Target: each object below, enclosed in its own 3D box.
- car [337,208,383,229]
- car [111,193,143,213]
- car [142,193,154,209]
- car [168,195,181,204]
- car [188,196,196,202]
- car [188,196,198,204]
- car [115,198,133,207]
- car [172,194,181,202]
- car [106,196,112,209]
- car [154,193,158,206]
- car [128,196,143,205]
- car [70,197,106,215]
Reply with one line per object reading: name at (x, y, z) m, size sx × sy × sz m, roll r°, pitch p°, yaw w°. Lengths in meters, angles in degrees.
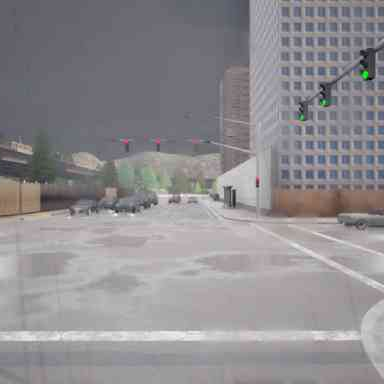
car at (11.856, 1.656, 21.162) m, size 4.718 × 1.301 × 1.895 m, roll 0°, pitch 0°, yaw 0°
car at (-7.083, 1.352, 36.764) m, size 2.097 × 1.767 × 4.553 m, roll 0°, pitch 0°, yaw 0°
car at (-7.078, 1.221, 46.200) m, size 2.150 × 2.045 × 5.566 m, roll 0°, pitch 0°, yaw 0°
car at (-3.492, 1.601, 64.257) m, size 1.895 × 1.301 × 4.718 m, roll 0°, pitch 0°, yaw 0°
car at (0.010, 1.595, 74.828) m, size 1.895 × 1.301 × 4.718 m, roll 0°, pitch 0°, yaw 0°
car at (0.104, 1.601, 64.586) m, size 1.895 × 1.301 × 4.718 m, roll 0°, pitch 0°, yaw 0°
car at (-10.581, 1.601, 51.907) m, size 1.895 × 1.301 × 4.718 m, roll 0°, pitch 0°, yaw 0°
car at (-3.491, 1.305, 74.449) m, size 1.882 × 1.535 × 5.008 m, roll 0°, pitch 0°, yaw 0°
car at (-10.586, 1.352, 42.113) m, size 2.097 × 1.767 × 4.553 m, roll 0°, pitch 0°, yaw 0°
car at (-7.057, 1.221, 56.929) m, size 2.150 × 2.045 × 5.566 m, roll 0°, pitch 0°, yaw 0°
car at (-10.551, 1.478, 62.126) m, size 1.882 × 1.535 × 5.008 m, roll 0°, pitch 0°, yaw 0°
car at (-10.599, 1.492, 33.217) m, size 2.128 × 1.511 × 4.902 m, roll 0°, pitch 0°, yaw 1°
